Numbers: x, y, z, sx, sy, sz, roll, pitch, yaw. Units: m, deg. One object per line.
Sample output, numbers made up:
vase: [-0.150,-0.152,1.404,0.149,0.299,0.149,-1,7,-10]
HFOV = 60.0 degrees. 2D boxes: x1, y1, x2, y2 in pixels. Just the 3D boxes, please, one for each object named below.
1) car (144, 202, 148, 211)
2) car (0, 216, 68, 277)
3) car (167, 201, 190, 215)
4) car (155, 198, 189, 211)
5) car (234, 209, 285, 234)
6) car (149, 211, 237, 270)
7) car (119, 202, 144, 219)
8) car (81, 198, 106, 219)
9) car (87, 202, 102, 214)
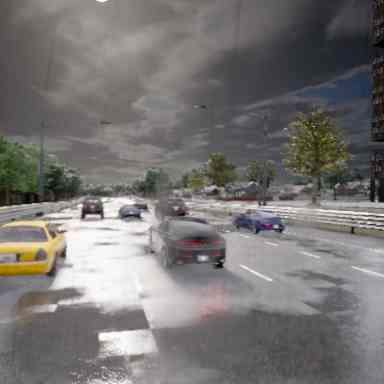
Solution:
car: [-8.405,2.369,54.560,1.882,1.535,5.008,1,-2,-15]
car: [-4.911,1.510,10.140,1.801,1.575,5.366,1,-1,-15]
car: [-1.871,2.032,43.920,2.097,1.767,4.553,1,-1,-15]
car: [-2.119,1.635,31.547,2.150,2.045,5.566,1,-1,-15]
car: [4.250,1.850,21.477,1.812,1.442,4.674,1,-1,-15]
car: [-0.318,1.635,11.629,1.837,1.490,4.892,1,-1,-15]
car: [-6.337,1.974,33.684,1.994,1.385,4.181,1,-1,-15]
car: [-10.128,1.601,34.145,2.150,2.045,5.566,1,-1,-15]
car: [-13.034,2.112,44.563,1.812,1.442,4.674,1,-1,-15]
